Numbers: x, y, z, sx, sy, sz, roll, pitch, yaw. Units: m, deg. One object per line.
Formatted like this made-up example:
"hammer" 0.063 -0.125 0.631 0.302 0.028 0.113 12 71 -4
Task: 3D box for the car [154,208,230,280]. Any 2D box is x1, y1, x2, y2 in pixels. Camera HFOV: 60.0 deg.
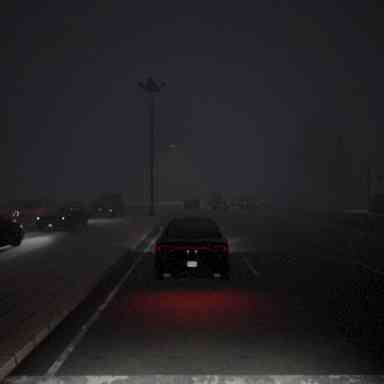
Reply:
"car" 0.000 1.468 9.965 1.882 1.535 5.008 0 0 0

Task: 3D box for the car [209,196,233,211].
"car" 3.498 1.526 40.993 1.994 1.385 4.181 0 0 0

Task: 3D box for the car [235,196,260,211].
"car" 6.998 1.314 40.963 2.097 1.767 4.553 0 0 0

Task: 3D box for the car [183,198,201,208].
"car" -0.002 1.454 40.576 2.128 1.511 4.902 0 0 0

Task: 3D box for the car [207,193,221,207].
"car" 3.497 1.174 51.026 2.150 2.045 5.566 0 0 0

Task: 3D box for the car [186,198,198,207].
"car" -0.003 1.554 51.026 1.895 1.301 4.718 0 0 0

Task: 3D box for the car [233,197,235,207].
"car" 6.997 1.501 50.997 2.033 1.411 5.357 0 0 0

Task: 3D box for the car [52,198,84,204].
"car" -11.502 1.495 32.109 1.812 1.442 4.674 0 0 0

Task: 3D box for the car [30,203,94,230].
"car" -8.030 1.581 21.101 1.895 1.301 4.718 0 0 1

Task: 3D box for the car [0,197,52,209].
"car" -11.518 1.331 22.190 2.097 1.767 4.553 0 0 0

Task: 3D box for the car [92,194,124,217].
"car" -8.002 1.192 31.671 2.150 2.045 5.566 0 0 0

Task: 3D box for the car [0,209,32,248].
"car" -8.078 1.552 12.347 1.994 1.385 4.181 0 0 0
